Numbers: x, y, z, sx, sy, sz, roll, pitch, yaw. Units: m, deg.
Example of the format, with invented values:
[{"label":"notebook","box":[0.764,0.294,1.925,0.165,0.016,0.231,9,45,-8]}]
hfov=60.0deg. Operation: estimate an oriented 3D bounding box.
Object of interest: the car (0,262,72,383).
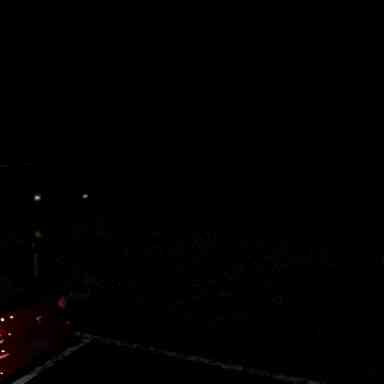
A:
[{"label":"car","box":[-3.569,1.508,4.450,4.206,1.307,1.802,0,1,23]}]
